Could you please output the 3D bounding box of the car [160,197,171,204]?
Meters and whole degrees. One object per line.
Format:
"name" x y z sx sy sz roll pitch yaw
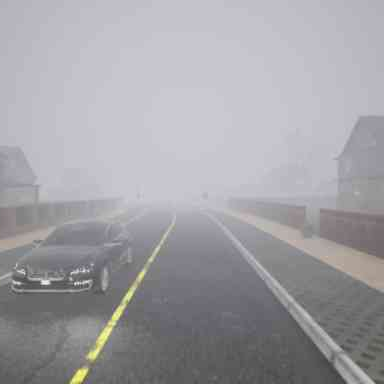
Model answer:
"car" -5.468 1.800 68.446 1.994 1.385 4.181 0 -1 -14

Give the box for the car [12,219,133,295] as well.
"car" -2.814 1.528 8.860 1.837 1.490 4.892 0 -1 0
